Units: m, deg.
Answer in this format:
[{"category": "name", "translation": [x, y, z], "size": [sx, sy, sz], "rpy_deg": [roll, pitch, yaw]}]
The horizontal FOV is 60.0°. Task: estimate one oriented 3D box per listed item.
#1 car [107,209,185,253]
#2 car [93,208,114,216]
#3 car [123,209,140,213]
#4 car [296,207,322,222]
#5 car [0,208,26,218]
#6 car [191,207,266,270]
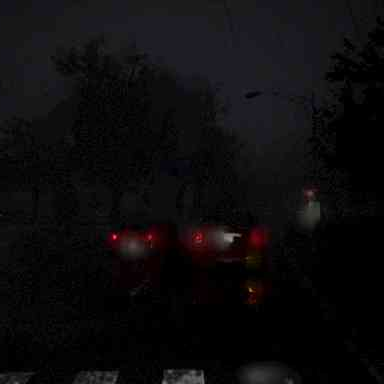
[{"category": "car", "translation": [-1.587, 1.554, 13.445], "size": [1.895, 1.301, 4.718], "rpy_deg": [-1, 0, 11]}, {"category": "car", "translation": [-17.080, 3.901, 65.261], "size": [4.553, 1.767, 2.097], "rpy_deg": [1, -3, -24]}, {"category": "car", "translation": [-10.882, 3.968, 63.845], "size": [4.902, 1.511, 2.128], "rpy_deg": [1, -3, -8]}, {"category": "car", "translation": [12.028, 2.338, 34.143], "size": [1.837, 1.490, 4.892], "rpy_deg": [-1, -3, 30]}, {"category": "car", "translation": [-26.424, 3.103, 48.389], "size": [1.837, 1.490, 4.892], "rpy_deg": [-2, -4, 14]}, {"category": "car", "translation": [1.280, 1.283, 11.075], "size": [2.097, 1.767, 4.553], "rpy_deg": [-1, 0, 9]}]
